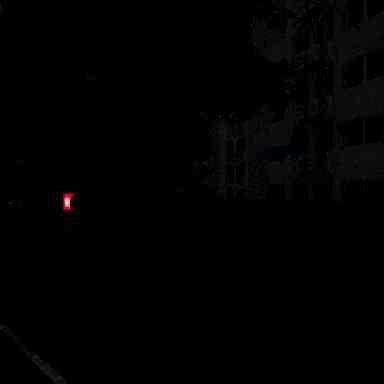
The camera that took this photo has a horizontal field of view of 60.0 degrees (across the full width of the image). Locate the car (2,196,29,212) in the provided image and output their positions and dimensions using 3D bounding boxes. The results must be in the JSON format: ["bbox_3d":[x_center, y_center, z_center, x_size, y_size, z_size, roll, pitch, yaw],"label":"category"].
[{"bbox_3d":[-18.915,1.202,36.848,2.097,1.767,4.553,0,0,-2],"label":"car"}]
